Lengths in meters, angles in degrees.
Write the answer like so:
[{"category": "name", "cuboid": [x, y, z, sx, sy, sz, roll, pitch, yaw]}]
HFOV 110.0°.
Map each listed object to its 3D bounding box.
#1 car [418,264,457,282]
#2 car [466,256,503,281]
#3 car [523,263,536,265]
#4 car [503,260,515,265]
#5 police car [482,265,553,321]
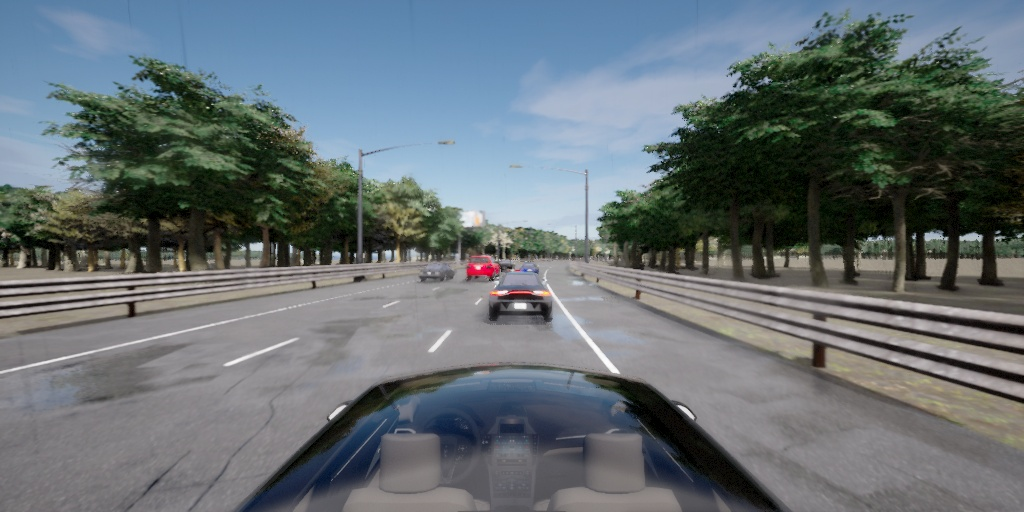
[{"category": "car", "cuboid": [-5.971, 1.325, 29.189, 2.033, 1.411, 5.357, 0, 0, 5]}, {"category": "car", "cuboid": [-2.365, 1.008, 30.279, 2.150, 2.045, 5.566, 0, 0, 5]}, {"category": "car", "cuboid": [1.836, 1.374, 37.764, 1.994, 1.385, 4.181, 0, 0, 6]}, {"category": "car", "cuboid": [-0.678, 1.312, 47.369, 1.882, 1.535, 5.008, 0, 0, 7]}, {"category": "police car", "cuboid": [0.315, 1.255, 12.651, 2.038, 1.542, 4.974, 0, 0, 2]}]
